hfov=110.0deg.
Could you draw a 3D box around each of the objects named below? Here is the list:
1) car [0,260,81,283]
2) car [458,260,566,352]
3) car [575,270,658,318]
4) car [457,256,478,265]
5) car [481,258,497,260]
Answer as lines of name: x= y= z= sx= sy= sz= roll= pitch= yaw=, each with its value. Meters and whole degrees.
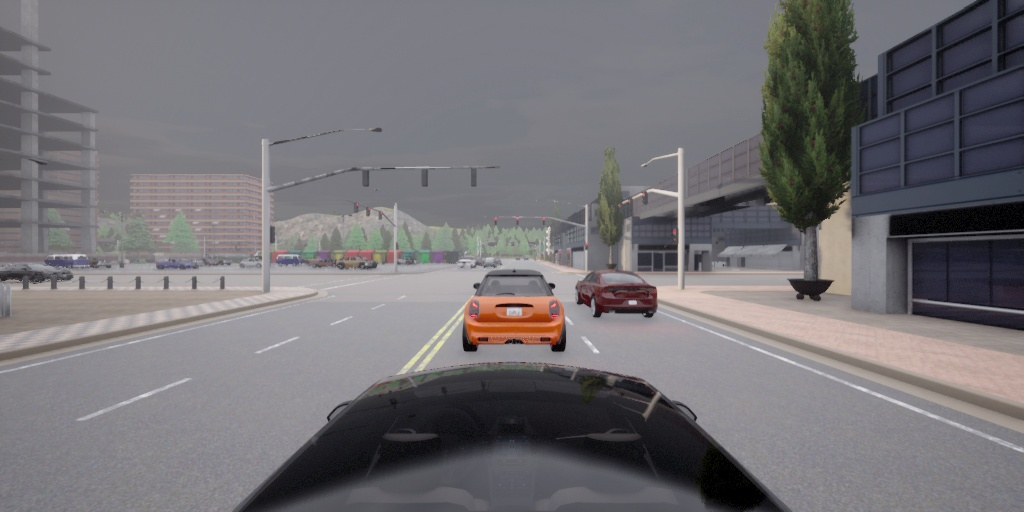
car: x=-36.735 y=1.272 z=27.514 sx=4.674 sy=1.442 sz=1.812 roll=0 pitch=0 yaw=0
car: x=0.058 y=1.101 z=9.072 sx=2.097 sy=1.767 sz=4.553 roll=0 pitch=0 yaw=0
car: x=3.568 y=1.226 z=13.064 sx=1.882 sy=1.535 sz=5.008 roll=0 pitch=0 yaw=0
car: x=-7.063 y=0.964 z=56.298 sx=2.150 sy=2.045 sz=5.566 roll=0 pitch=0 yaw=2
car: x=-3.543 y=1.268 z=57.282 sx=1.812 sy=1.442 sz=4.674 roll=0 pitch=0 yaw=2
